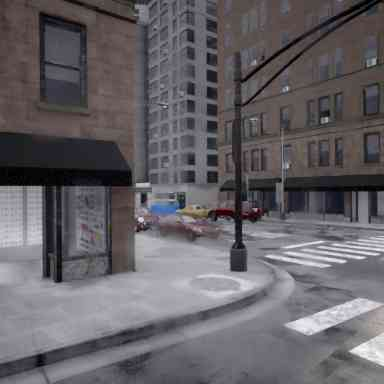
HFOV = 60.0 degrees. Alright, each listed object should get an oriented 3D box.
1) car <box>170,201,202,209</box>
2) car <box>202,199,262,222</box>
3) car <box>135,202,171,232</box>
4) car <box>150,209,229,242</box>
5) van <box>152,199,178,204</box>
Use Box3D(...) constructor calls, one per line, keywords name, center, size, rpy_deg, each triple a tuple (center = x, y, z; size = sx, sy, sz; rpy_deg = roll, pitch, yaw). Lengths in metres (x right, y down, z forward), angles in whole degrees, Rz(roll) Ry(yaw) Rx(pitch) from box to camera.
Box3D(name="car", center=(0.101, 1.805, 31.653), size=(1.752, 1.417, 4.829), rpy_deg=(-1, 0, -36))
Box3D(name="car", center=(3.412, 1.522, 27.048), size=(2.192, 1.841, 5.009), rpy_deg=(-1, 0, -36))
Box3D(name="car", center=(-3.503, 1.706, 22.066), size=(1.967, 1.590, 4.097), rpy_deg=(-1, 0, -36))
Box3D(name="car", center=(-0.283, 1.778, 17.599), size=(1.802, 1.307, 4.206), rpy_deg=(-1, 0, -36))
Box3D(name="van", center=(-3.019, 1.689, 35.982), size=(1.690, 1.788, 3.998), rpy_deg=(-1, 0, -36))
